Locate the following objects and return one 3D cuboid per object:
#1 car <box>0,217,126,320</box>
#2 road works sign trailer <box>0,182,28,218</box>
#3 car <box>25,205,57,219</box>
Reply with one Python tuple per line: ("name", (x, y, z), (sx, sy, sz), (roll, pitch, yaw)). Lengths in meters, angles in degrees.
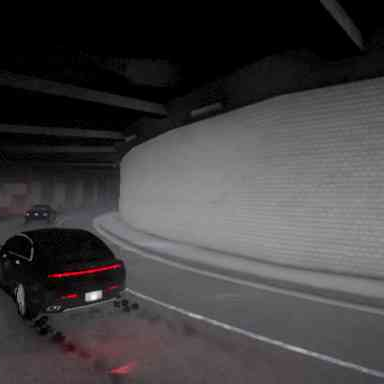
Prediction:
("car", (-3.299, 1.580, 7.649), (1.837, 1.490, 4.892), (0, 0, -41))
("road works sign trailer", (-17.866, 0.755, 33.704), (2.380, 3.560, 2.880), (0, -1, -7))
("car", (-12.652, 1.805, 28.045), (2.033, 1.411, 5.357), (1, -1, -15))
